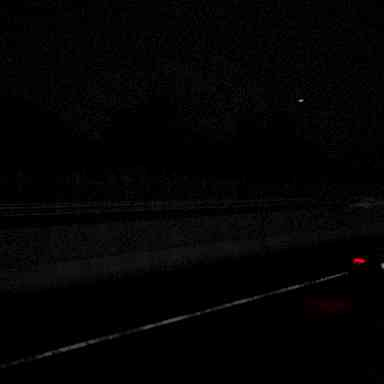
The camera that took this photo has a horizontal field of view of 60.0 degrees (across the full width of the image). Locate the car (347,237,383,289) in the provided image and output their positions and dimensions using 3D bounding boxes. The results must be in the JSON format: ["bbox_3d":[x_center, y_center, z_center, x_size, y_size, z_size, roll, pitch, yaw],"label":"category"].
[{"bbox_3d":[5.898,1.510,7.999,5.357,1.411,2.033,0,0,-36],"label":"car"}]

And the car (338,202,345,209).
[{"bbox_3d":[19.265,1.465,39.411,4.718,1.301,1.895,0,0,-36],"label":"car"}]

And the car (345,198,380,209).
[{"bbox_3d":[18.185,1.400,34.324,4.674,1.442,1.812,0,0,-36],"label":"car"}]

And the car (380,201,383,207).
[{"bbox_3d":[20.285,1.226,31.522,4.553,1.767,2.097,0,0,-36],"label":"car"}]
